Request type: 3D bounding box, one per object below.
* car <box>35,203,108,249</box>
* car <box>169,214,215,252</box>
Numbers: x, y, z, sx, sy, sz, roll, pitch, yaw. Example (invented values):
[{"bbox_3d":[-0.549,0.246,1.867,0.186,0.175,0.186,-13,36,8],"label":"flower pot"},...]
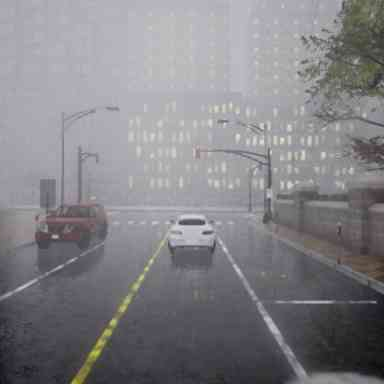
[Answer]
[{"bbox_3d":[-5.385,1.461,15.600,2.192,1.841,5.009,0,-1,0],"label":"car"},{"bbox_3d":[0.001,1.661,14.400,1.812,1.442,4.674,0,0,0],"label":"car"}]
